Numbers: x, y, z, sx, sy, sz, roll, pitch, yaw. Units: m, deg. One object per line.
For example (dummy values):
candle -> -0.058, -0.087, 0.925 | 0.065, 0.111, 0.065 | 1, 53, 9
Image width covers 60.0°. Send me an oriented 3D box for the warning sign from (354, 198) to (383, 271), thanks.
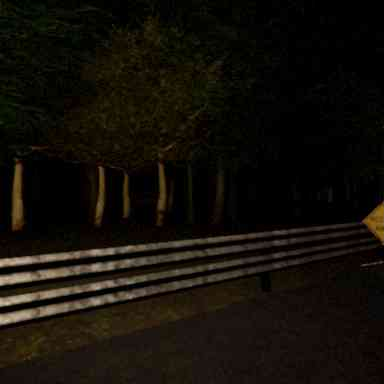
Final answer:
warning sign -> 5.365, 1.126, 9.130 | 1.060, 1.860, 1.300 | -1, 2, -37
